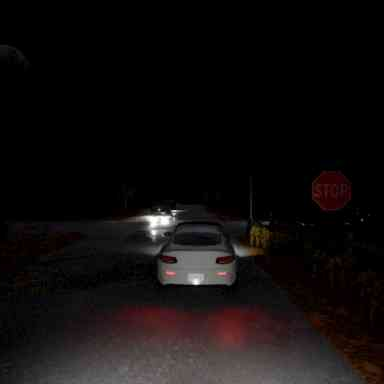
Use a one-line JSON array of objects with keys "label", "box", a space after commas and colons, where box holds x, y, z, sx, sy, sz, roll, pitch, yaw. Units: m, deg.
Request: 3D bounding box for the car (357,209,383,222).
[{"label": "car", "box": [13.547, 1.571, 22.170, 4.718, 1.301, 1.895, 1, 0, 0]}]

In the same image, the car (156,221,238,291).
[{"label": "car", "box": [0.177, 1.513, 8.899, 1.812, 1.442, 4.674, 0, 0, 2]}]

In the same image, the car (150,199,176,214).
[{"label": "car", "box": [-3.160, 1.491, 34.479, 2.128, 1.511, 4.902, 0, -1, 0]}]
